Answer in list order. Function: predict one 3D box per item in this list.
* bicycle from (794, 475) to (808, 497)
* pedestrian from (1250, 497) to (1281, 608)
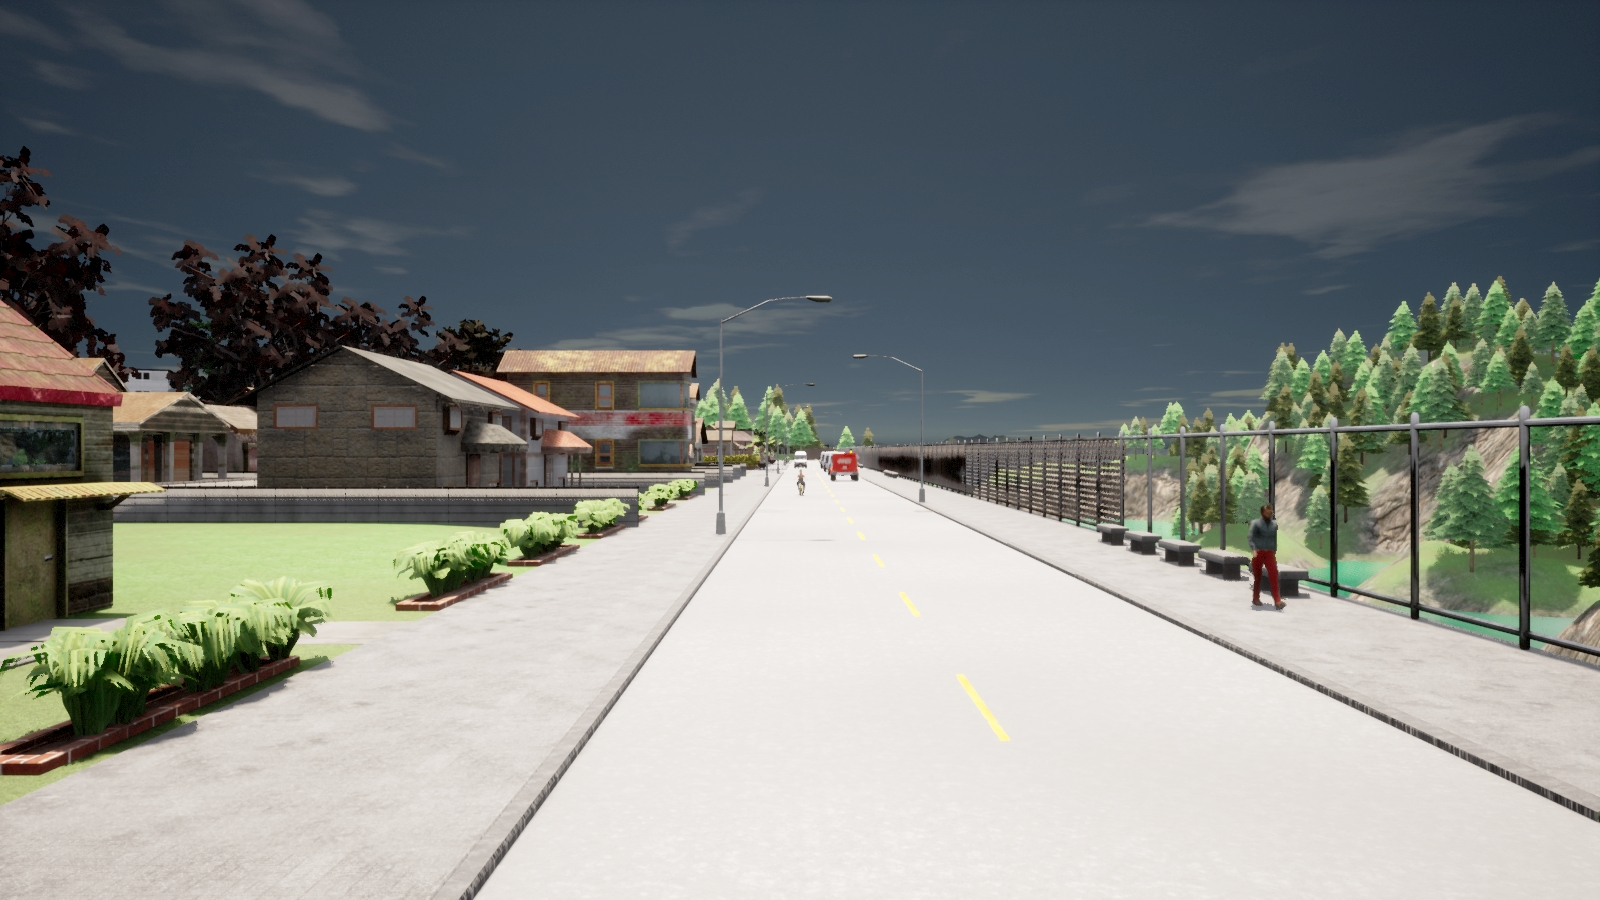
[{"bbox_3d":[0.056,2.158,68.714,0.859,1.276,1.487,0,0,0],"label":"bicycle"},{"bbox_3d":[7.922,1.743,19.465,0.375,1.860,0.375,0,0,-1],"label":"pedestrian"}]
